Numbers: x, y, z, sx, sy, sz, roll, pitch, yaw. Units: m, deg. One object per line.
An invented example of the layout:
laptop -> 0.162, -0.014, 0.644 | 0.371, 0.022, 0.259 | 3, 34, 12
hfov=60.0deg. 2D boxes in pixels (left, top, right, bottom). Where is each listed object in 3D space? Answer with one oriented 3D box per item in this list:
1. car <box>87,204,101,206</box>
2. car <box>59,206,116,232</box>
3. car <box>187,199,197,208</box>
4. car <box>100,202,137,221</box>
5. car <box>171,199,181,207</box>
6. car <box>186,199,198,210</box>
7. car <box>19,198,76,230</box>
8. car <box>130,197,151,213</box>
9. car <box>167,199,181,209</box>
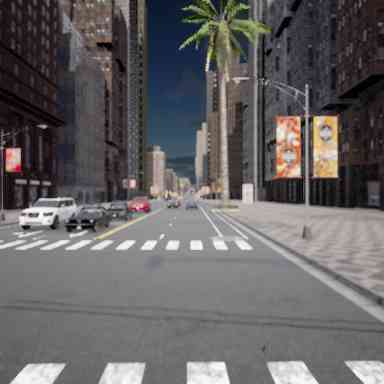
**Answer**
car -> -9.857, 1.875, 33.373 | 1.994, 1.385, 4.181 | 0, -1, 1
car -> -6.608, 1.801, 21.656 | 1.895, 1.301, 4.718 | 0, -1, 0
car -> -0.026, 2.104, 63.097 | 1.882, 1.535, 5.008 | 0, -1, 0
car -> -6.615, 1.847, 30.446 | 1.994, 1.385, 4.181 | 0, -1, 0
car -> -3.175, 2.190, 66.430 | 1.812, 1.442, 4.674 | 0, -1, 0
car -> -0.021, 2.058, 52.674 | 2.033, 1.411, 5.357 | 0, -1, 0
car -> -9.860, 1.439, 23.408 | 2.150, 2.045, 5.566 | 0, -1, 0
car -> -6.608, 1.631, 43.008 | 2.150, 2.045, 5.566 | 0, -1, 0
car -> -3.176, 2.152, 56.321 | 1.895, 1.301, 4.718 | 0, -1, 0
